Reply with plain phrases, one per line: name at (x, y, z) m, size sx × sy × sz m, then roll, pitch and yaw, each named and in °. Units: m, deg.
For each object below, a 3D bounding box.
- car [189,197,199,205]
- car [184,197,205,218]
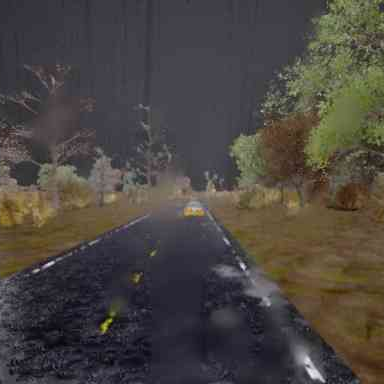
car at (0.435, 1.658, 61.488) m, size 1.812 × 1.442 × 4.674 m, roll 0°, pitch -1°, yaw 1°
car at (0.215, 1.562, 30.546) m, size 1.801 × 1.575 × 5.366 m, roll 0°, pitch 0°, yaw 1°
